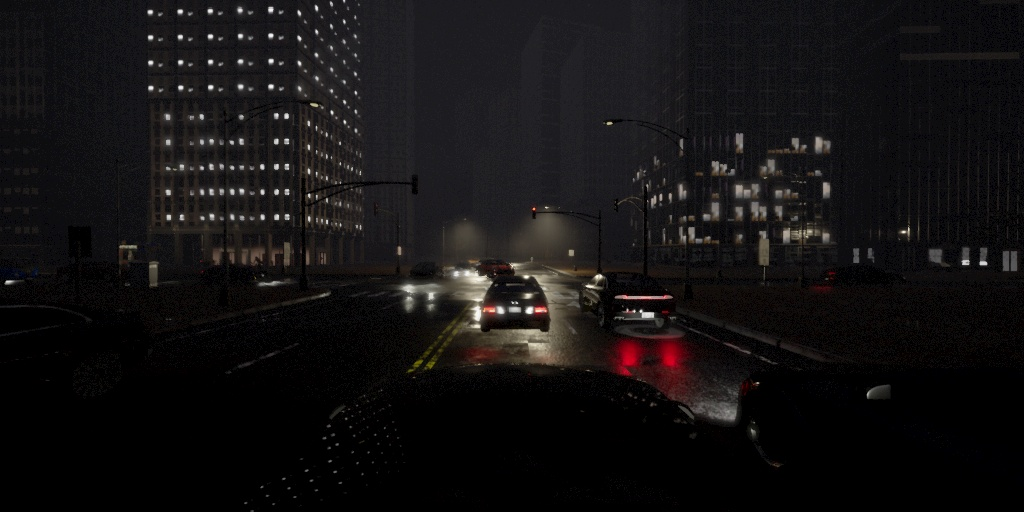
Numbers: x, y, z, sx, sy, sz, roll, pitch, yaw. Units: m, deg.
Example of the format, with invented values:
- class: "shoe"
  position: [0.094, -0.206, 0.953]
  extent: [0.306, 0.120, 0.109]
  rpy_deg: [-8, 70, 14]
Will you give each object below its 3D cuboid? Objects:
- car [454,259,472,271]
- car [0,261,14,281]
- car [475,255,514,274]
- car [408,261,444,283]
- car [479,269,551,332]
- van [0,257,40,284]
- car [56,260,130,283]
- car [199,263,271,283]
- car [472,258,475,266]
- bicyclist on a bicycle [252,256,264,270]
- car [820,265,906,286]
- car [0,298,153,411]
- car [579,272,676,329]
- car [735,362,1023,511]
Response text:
- class: "car"
  position: [-6.592, 1.306, 48.663]
  extent: [1.895, 1.301, 4.718]
  rpy_deg: [0, 0, 0]
- class: "car"
  position: [-40.320, 1.092, 26.491]
  extent: [4.674, 1.442, 1.812]
  rpy_deg: [0, 0, 1]
- class: "car"
  position: [-1.407, 1.068, 31.822]
  extent: [2.097, 1.767, 4.553]
  rpy_deg: [1, 0, -21]
- class: "car"
  position: [-6.590, 1.183, 27.912]
  extent: [1.882, 1.535, 5.008]
  rpy_deg: [0, 1, 0]
- class: "car"
  position: [0.100, 1.294, 10.813]
  extent: [2.033, 1.411, 5.357]
  rpy_deg: [0, 0, 1]
- class: "van"
  position: [-33.932, 0.959, 23.729]
  extent: [3.998, 1.789, 1.690]
  rpy_deg: [0, 0, 1]
- class: "car"
  position: [-30.078, 1.093, 26.217]
  extent: [5.008, 1.535, 1.882]
  rpy_deg: [0, 0, 2]
- class: "car"
  position: [-19.986, 1.227, 25.964]
  extent: [4.181, 1.385, 1.994]
  rpy_deg: [0, 0, 1]
- class: "car"
  position: [-3.343, 1.065, 44.046]
  extent: [2.097, 1.767, 4.553]
  rpy_deg: [0, 0, 0]
- class: "bicyclist on a bicycle"
  position: [-24.701, 0.867, 34.818]
  extent: [0.582, 1.620, 1.656]
  rpy_deg: [0, 1, 1]
- class: "car"
  position: [24.572, 1.374, 25.160]
  extent: [4.892, 1.490, 1.837]
  rpy_deg: [0, 1, 1]
- class: "car"
  position: [-6.600, 1.242, 3.555]
  extent: [2.128, 1.511, 4.902]
  rpy_deg: [0, 0, 0]
- class: "car"
  position: [3.347, 1.238, 11.230]
  extent: [2.128, 1.511, 4.902]
  rpy_deg: [0, 0, 0]
- class: "car"
  position: [3.354, 1.314, 2.073]
  extent: [1.994, 1.385, 4.181]
  rpy_deg: [0, 0, 0]
